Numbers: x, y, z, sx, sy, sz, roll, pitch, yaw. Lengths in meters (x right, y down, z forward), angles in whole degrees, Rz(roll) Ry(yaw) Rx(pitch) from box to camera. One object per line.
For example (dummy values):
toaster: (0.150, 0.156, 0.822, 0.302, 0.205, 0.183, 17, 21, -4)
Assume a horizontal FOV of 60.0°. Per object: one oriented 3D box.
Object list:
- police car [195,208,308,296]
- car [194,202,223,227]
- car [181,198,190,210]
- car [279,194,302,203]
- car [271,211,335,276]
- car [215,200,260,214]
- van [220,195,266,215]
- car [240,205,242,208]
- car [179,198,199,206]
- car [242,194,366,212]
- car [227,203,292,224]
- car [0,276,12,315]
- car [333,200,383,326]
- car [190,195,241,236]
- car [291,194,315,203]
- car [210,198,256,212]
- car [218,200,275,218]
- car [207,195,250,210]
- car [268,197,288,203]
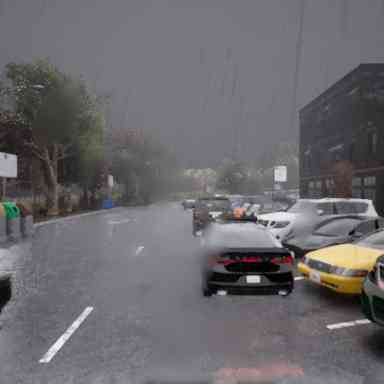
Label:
police car: (1.150, 1.446, 8.856, 1.930, 1.638, 5.238, 0, 0, 0)
car: (1.113, 1.555, 24.747, 1.882, 1.535, 5.008, 0, 0, 0)
car: (-0.179, 1.700, 46.287, 1.812, 1.442, 4.674, 0, 0, 0)
car: (23.657, 1.580, 80.335, 2.435, 2.045, 5.566, 0, -1, -22)
car: (5.275, 1.542, 11.047, 4.792, 1.488, 2.163, 1, 0, -20)
car: (5.243, 1.662, 38.086, 4.674, 1.452, 2.002, 1, 0, -20)
van: (5.362, 1.384, 35.130, 4.442, 1.987, 1.878, 1, -1, -20)
car: (5.269, 1.562, 17.048, 4.792, 1.488, 2.163, 1, 0, -20)
car: (-0.411, 1.786, 60.099, 2.033, 1.411, 5.357, 0, 0, 18)
car: (5.276, 1.270, 14.049, 5.566, 2.045, 2.435, 1, 0, -20)
car: (5.279, 1.608, 26.072, 4.674, 1.452, 2.002, 1, 0, -20)
car: (-3.919, 1.608, 3.325, 1.895, 1.301, 4.718, 0, 0, 0)
car: (5.301, 1.245, 5.032, 5.566, 2.045, 2.435, 1, 0, -20)
car: (1.129, 1.279, 18.777, 2.150, 2.045, 5.566, 0, 0, 0)
car: (26.717, 1.581, 80.385, 2.435, 2.045, 5.566, 1, -1, -22)
car: (5.048, 1.630, 41.027, 5.366, 1.575, 1.946, 1, 0, -20)
car: (5.254, 1.595, 32.083, 5.008, 1.535, 2.097, 1, -1, -20)
car: (5.211, 1.412, 47.122, 5.566, 2.045, 2.435, 1, -1, -20)
car: (20.634, 1.859, 80.239, 2.163, 1.488, 4.792, 0, -1, -22)
